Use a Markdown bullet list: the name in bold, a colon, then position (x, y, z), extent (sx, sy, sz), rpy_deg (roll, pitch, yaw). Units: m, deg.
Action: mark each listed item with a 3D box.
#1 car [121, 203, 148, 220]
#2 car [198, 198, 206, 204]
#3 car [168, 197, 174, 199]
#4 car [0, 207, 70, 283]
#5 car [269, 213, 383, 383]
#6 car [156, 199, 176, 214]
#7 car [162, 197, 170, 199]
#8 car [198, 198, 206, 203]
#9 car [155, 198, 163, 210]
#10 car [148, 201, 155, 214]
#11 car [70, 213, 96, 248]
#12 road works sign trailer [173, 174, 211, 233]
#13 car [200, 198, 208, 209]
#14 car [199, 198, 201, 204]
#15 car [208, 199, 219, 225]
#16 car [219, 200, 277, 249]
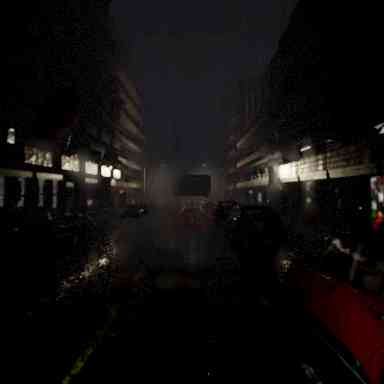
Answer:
- **car**: position (-5.687, 1.893, 32.098), extent (1.802, 1.307, 4.206), rpy_deg (-1, -1, 0)
- **car**: position (2.714, 2.420, 88.083), extent (1.947, 1.339, 4.313), rpy_deg (-1, -1, 0)
- **car**: position (-5.676, 2.006, 71.313), extent (2.192, 1.841, 5.009), rpy_deg (-1, -1, 0)
- **car**: position (-5.689, 1.410, 9.693), extent (2.192, 1.841, 5.009), rpy_deg (-1, -1, 0)
- **car**: position (2.679, 1.355, 4.060), extent (2.192, 1.841, 5.009), rpy_deg (-1, -1, 0)
- **car**: position (-3.073, 1.931, 41.937), extent (1.812, 1.442, 4.674), rpy_deg (0, -1, 0)
- **car**: position (-5.677, 2.133, 60.107), extent (2.008, 1.369, 4.403), rpy_deg (-1, -1, 0)
- **car**: position (2.716, 2.460, 93.686), extent (2.008, 1.369, 4.403), rpy_deg (-1, -1, 0)
- **car**: position (-5.681, 2.024, 48.904), extent (2.008, 1.369, 4.403), rpy_deg (-1, -1, 0)
- **car**: position (-5.685, 1.947, 37.699), extent (1.802, 1.307, 4.206), rpy_deg (-1, -1, 0)
- **car**: position (-5.701, 1.700, 15.293), extent (2.008, 1.369, 4.403), rpy_deg (-1, -1, 0)
- **road works sign trailer**: position (0.012, 0.669, 21.121), extent (2.380, 3.560, 2.880), rpy_deg (0, -1, 1)
- **car**: position (2.701, 2.054, 54.643), extent (1.752, 1.417, 4.829), rpy_deg (-1, -1, 0)
- **car**: position (2.703, 2.147, 60.075), extent (1.947, 1.339, 4.313), rpy_deg (-1, -1, 0)
- **car**: position (2.688, 1.571, 26.467), extent (2.192, 1.841, 5.009), rpy_deg (-1, -1, 0)
- **car**: position (2.683, 1.463, 15.263), extent (2.192, 1.841, 5.009), rpy_deg (-1, -1, 0)
